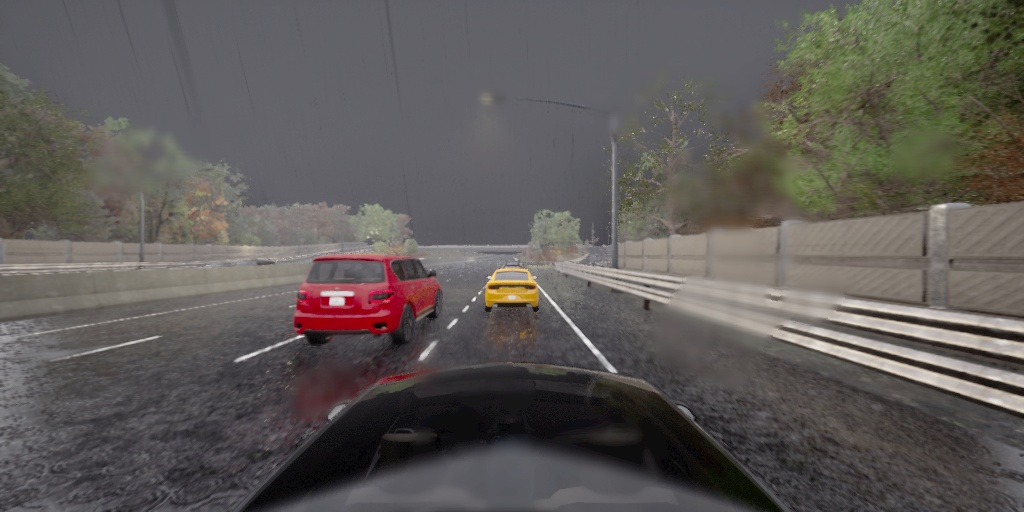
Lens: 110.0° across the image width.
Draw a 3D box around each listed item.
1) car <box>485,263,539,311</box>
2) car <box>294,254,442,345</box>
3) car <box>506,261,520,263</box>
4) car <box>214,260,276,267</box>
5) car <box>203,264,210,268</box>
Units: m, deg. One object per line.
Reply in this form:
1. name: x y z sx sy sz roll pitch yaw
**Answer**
1. car: 0.001 1.233 14.491 1.882 1.535 5.008 0 0 0
2. car: -3.398 0.973 9.645 2.150 2.045 5.566 0 0 0
3. car: 0.121 1.257 36.571 2.128 1.511 4.902 0 0 2
4. car: -21.025 1.113 28.993 2.097 1.767 4.553 0 0 0
5. car: -24.510 1.311 30.233 2.033 1.411 5.357 0 0 1
